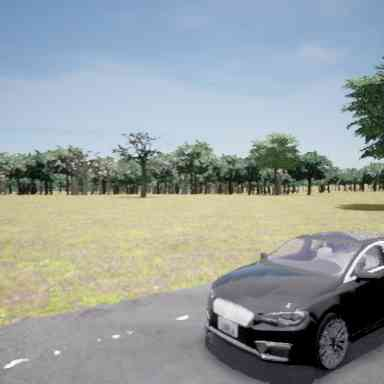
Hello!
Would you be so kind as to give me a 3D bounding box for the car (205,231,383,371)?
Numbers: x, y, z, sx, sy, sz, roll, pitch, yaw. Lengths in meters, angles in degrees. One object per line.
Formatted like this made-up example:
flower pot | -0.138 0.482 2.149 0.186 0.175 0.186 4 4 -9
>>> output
car | 2.458 1.488 5.747 4.902 1.511 2.128 0 0 -36
